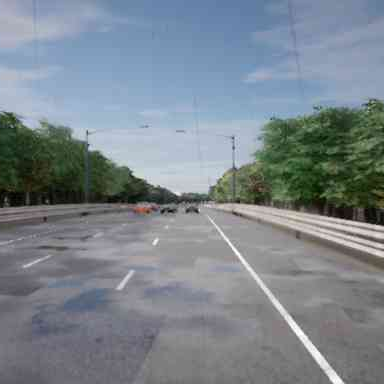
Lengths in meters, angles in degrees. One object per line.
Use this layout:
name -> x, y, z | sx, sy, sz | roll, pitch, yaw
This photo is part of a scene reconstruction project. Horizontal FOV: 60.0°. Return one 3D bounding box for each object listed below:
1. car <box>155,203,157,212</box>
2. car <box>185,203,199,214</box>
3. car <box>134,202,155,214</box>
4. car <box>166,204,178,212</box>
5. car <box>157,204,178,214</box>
car -> -7.001, 2.594, 57.869 | 2.097, 1.767, 4.553 | 0, -2, 0
car -> 0.000, 2.381, 47.887 | 1.812, 1.442, 4.674 | 0, -2, 0
car -> -7.000, 2.206, 47.862 | 2.097, 1.767, 4.553 | 0, -2, 0
car -> -3.501, 2.767, 57.893 | 1.812, 1.442, 4.674 | 0, -2, 0
car -> -3.500, 2.457, 47.914 | 1.895, 1.301, 4.718 | 0, -2, 0
